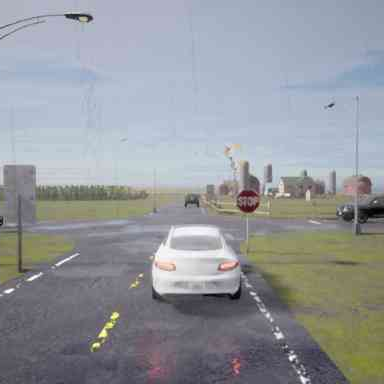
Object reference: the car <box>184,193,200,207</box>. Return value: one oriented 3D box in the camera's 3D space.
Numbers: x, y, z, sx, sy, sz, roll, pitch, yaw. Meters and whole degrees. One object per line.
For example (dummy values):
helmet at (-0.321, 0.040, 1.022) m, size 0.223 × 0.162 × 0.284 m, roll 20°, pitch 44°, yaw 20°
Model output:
car at (-0.008, 1.211, 52.556) m, size 2.150 × 2.045 × 5.566 m, roll 0°, pitch 0°, yaw 0°

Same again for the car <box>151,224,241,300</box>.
car at (0.084, 1.523, 8.277) m, size 1.812 × 1.442 × 4.674 m, roll 0°, pitch 0°, yaw 0°

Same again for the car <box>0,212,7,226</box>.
car at (-14.248, 1.527, 21.297) m, size 4.892 × 1.490 × 1.837 m, roll 0°, pitch 1°, yaw 4°

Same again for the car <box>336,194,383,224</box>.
car at (13.614, 1.188, 24.419) m, size 5.566 × 2.045 × 2.150 m, roll 0°, pitch 1°, yaw -2°
